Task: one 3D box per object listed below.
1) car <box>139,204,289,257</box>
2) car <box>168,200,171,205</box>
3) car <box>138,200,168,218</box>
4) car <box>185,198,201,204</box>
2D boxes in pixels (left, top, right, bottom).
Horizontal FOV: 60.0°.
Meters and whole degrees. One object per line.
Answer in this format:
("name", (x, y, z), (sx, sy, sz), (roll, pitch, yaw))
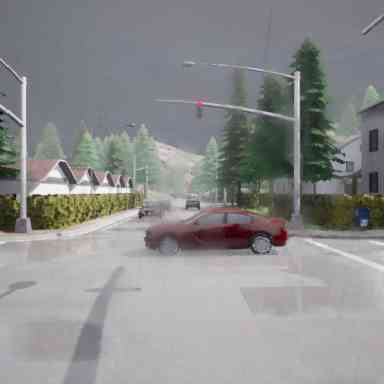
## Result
("car", (0.841, 1.342, 11.858), (5.008, 1.535, 1.882), (-1, 0, 0))
("car", (-3.491, 1.612, 39.343), (1.895, 1.301, 4.718), (0, 0, 0))
("car", (-3.493, 1.572, 29.348), (1.994, 1.385, 4.181), (0, 0, 0))
("car", (0.110, 1.517, 43.314), (1.837, 1.490, 4.892), (0, 0, 0))
